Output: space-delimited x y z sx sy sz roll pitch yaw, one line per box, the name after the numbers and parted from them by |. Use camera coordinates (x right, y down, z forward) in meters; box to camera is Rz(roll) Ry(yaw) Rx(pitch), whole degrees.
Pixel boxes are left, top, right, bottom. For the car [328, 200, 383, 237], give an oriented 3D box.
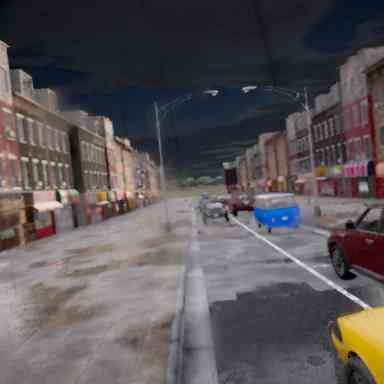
4.197 0.959 5.958 2.192 1.841 5.009 -7 0 0 | car

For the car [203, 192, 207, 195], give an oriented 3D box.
4.226 1.180 77.880 1.947 1.339 4.313 -7 0 0 | car

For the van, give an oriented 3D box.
4.200 0.979 17.023 1.690 1.788 3.998 -7 0 0 | van

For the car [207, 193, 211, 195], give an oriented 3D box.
4.221 1.144 61.453 1.752 1.417 4.829 -7 0 0 | car

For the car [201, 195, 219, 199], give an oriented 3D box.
1.643 1.436 38.471 2.033 1.411 5.357 -6 0 0 | car

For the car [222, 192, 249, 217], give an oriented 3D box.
4.196 0.948 28.088 2.192 1.841 5.009 -7 0 0 | car

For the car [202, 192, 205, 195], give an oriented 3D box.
4.226 1.179 83.412 1.947 1.339 4.313 -7 0 0 | car

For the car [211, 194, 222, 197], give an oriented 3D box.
4.228 1.204 50.218 1.802 1.307 4.206 -7 0 0 | car

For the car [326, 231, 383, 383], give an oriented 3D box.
2.318 1.293 1.318 1.801 1.575 5.366 -6 0 0 | car

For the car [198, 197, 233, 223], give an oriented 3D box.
1.658 1.419 24.875 1.812 1.442 4.674 -6 0 1 | car

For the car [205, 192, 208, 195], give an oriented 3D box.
4.224 1.168 66.815 2.008 1.369 4.403 -7 0 0 | car
